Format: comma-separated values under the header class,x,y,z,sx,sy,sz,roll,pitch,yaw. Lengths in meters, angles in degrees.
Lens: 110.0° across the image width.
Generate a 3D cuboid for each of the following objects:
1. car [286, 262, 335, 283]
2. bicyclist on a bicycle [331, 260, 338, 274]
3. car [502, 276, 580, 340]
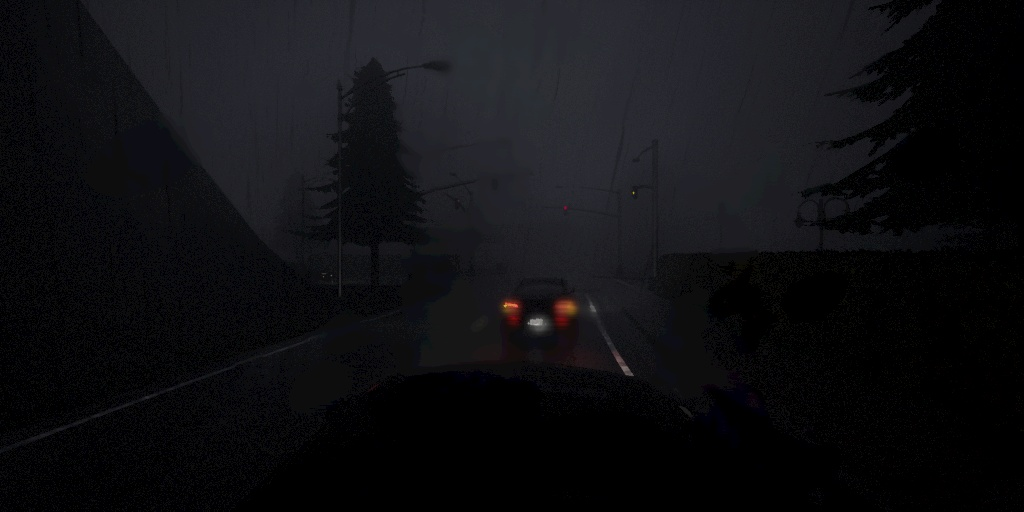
class,x,y,z,sx,sy,sz,roll,pitch,yaw
car,-16.286,1.255,27.939,4.892,1.490,1.837,0,0,9
bicyclist on a bicycle,-17.423,1.203,35.244,0.582,1.620,1.656,0,0,8
car,0.904,1.276,9.997,1.812,1.442,4.674,0,0,9
